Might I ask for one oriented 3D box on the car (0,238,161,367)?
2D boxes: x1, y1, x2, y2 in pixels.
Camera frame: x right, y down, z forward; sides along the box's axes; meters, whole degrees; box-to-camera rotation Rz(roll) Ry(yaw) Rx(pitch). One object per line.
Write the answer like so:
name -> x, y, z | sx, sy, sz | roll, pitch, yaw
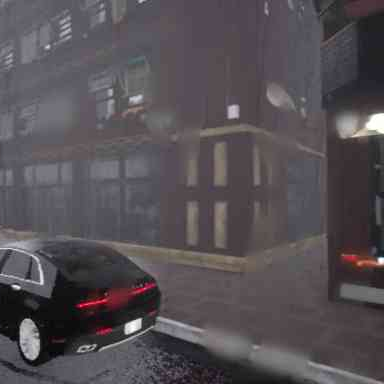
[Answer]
car -> -2.743, 1.601, 5.989 | 4.892, 1.490, 1.837 | -1, -1, 37
